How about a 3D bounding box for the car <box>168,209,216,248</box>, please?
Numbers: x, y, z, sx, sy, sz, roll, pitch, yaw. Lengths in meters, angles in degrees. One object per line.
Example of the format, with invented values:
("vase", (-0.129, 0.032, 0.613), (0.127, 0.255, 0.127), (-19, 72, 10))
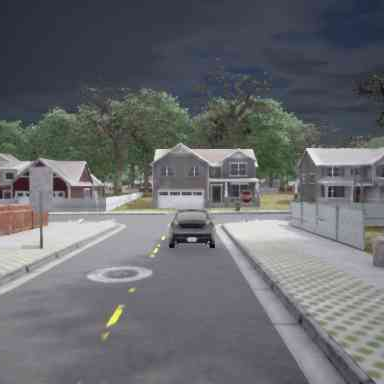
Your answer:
("car", (0.000, 1.497, 14.626), (1.837, 1.490, 4.892), (0, 0, 0))
